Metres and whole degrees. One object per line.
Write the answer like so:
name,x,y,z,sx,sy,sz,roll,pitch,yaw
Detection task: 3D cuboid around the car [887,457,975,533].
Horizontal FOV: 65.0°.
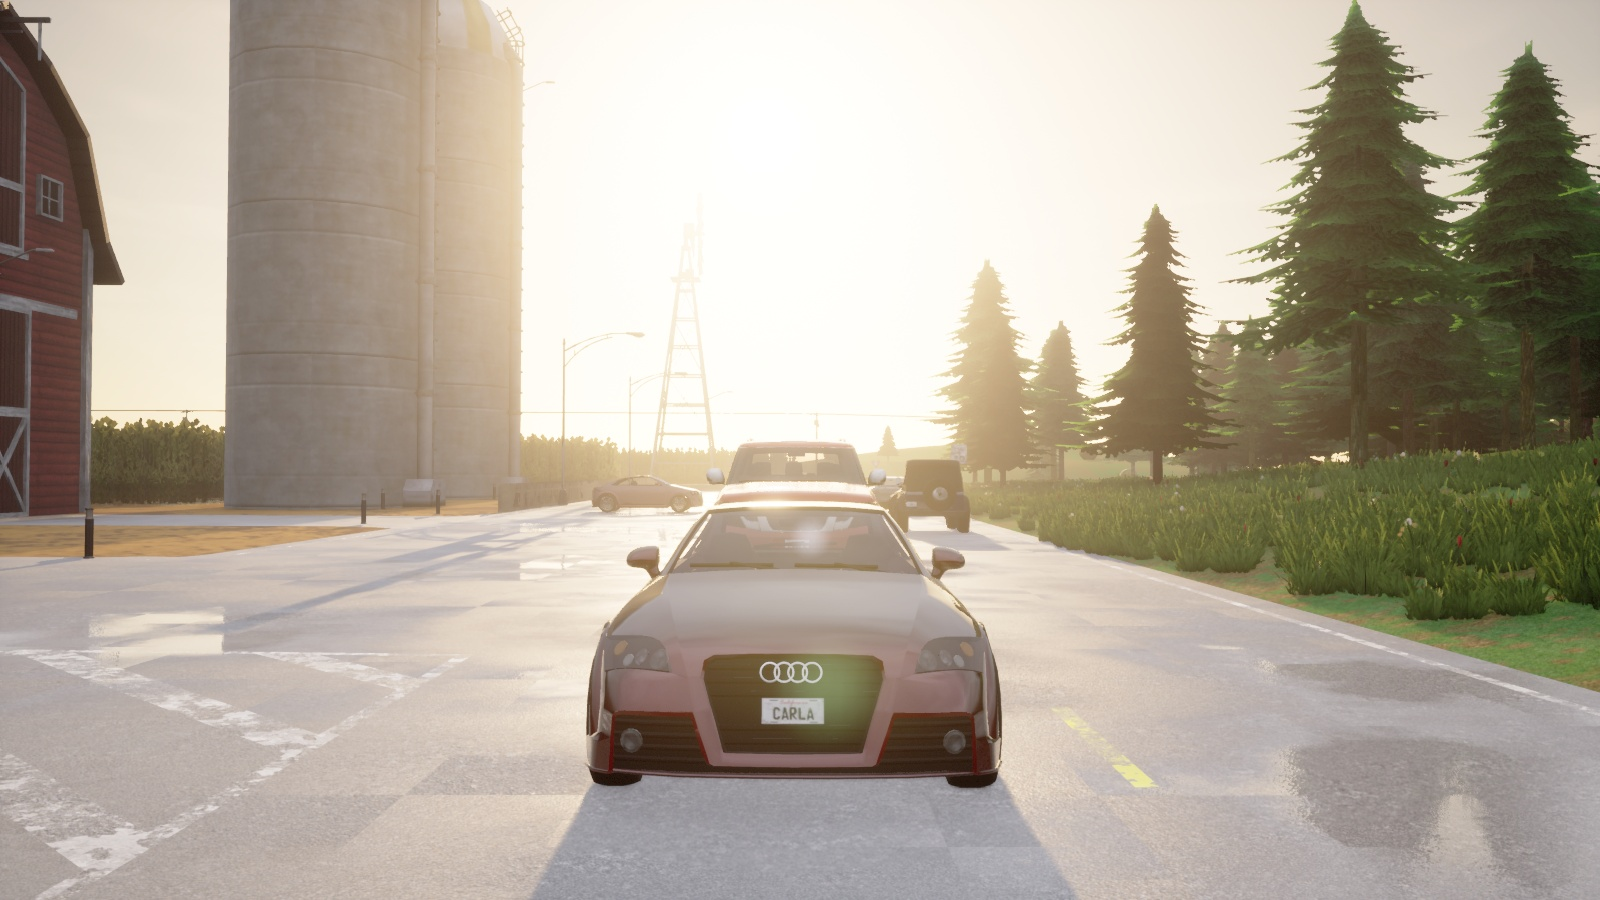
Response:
car,3.413,1.156,33.383,1.905,1.878,3.866,0,-1,0

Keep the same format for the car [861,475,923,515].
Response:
car,3.379,1.649,46.802,1.994,1.385,4.181,0,-1,0

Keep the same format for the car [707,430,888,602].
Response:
car,-0.049,0.832,17.781,2.150,2.045,5.566,0,-1,0

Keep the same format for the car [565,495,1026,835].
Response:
car,-0.017,1.005,7.538,1.994,1.385,4.181,0,-1,0
